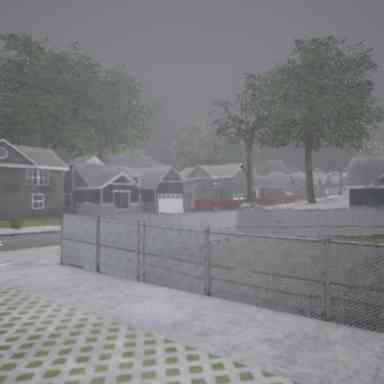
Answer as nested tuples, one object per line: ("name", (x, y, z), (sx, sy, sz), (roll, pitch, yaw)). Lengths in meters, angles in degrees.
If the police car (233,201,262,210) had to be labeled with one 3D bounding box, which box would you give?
("police car", (6.586, 1.927, 39.741), (1.930, 1.638, 5.238), (-1, 0, 36))
